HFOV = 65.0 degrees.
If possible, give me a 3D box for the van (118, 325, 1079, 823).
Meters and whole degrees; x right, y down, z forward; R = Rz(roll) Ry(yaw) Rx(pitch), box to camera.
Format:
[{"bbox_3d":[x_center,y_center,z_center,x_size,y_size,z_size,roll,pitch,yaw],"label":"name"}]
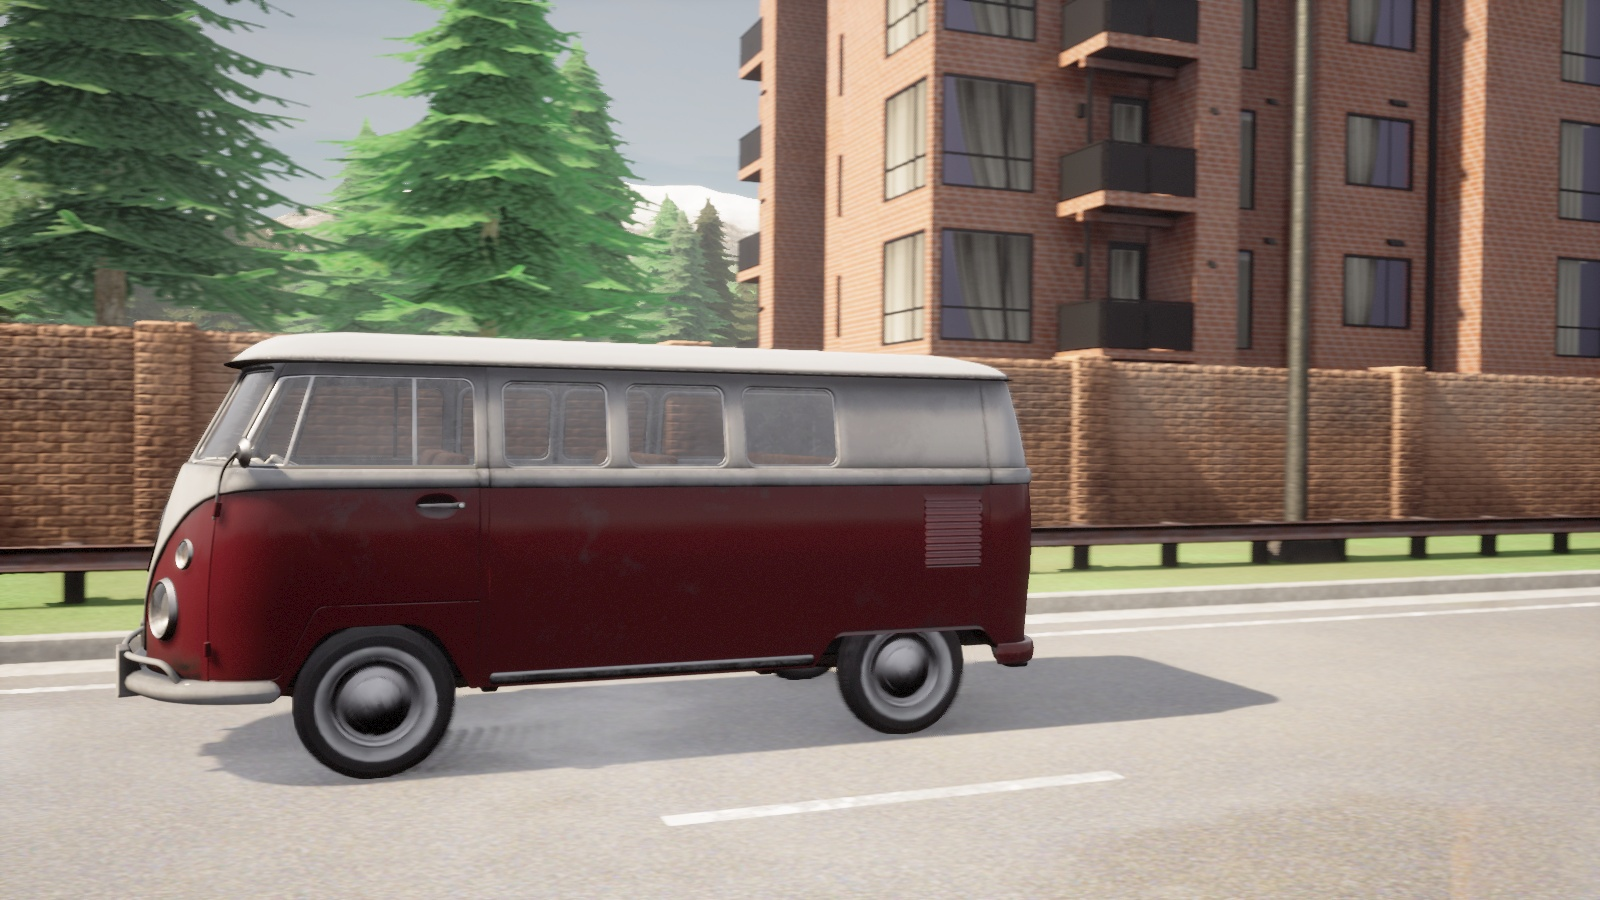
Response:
[{"bbox_3d":[-0.938,0.453,6.624,4.442,1.987,1.775,-1,1,-21],"label":"van"}]
